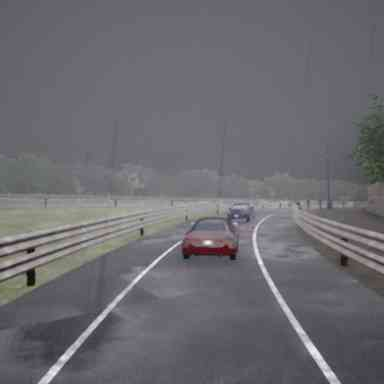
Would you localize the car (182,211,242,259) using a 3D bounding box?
[{"bbox_3d":[0.841,1.680,13.171,1.994,1.385,4.181,0,0,9],"label":"car"}]

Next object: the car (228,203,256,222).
[{"bbox_3d":[4.155,1.673,27.886,1.812,1.442,4.674,-1,0,19],"label":"car"}]
